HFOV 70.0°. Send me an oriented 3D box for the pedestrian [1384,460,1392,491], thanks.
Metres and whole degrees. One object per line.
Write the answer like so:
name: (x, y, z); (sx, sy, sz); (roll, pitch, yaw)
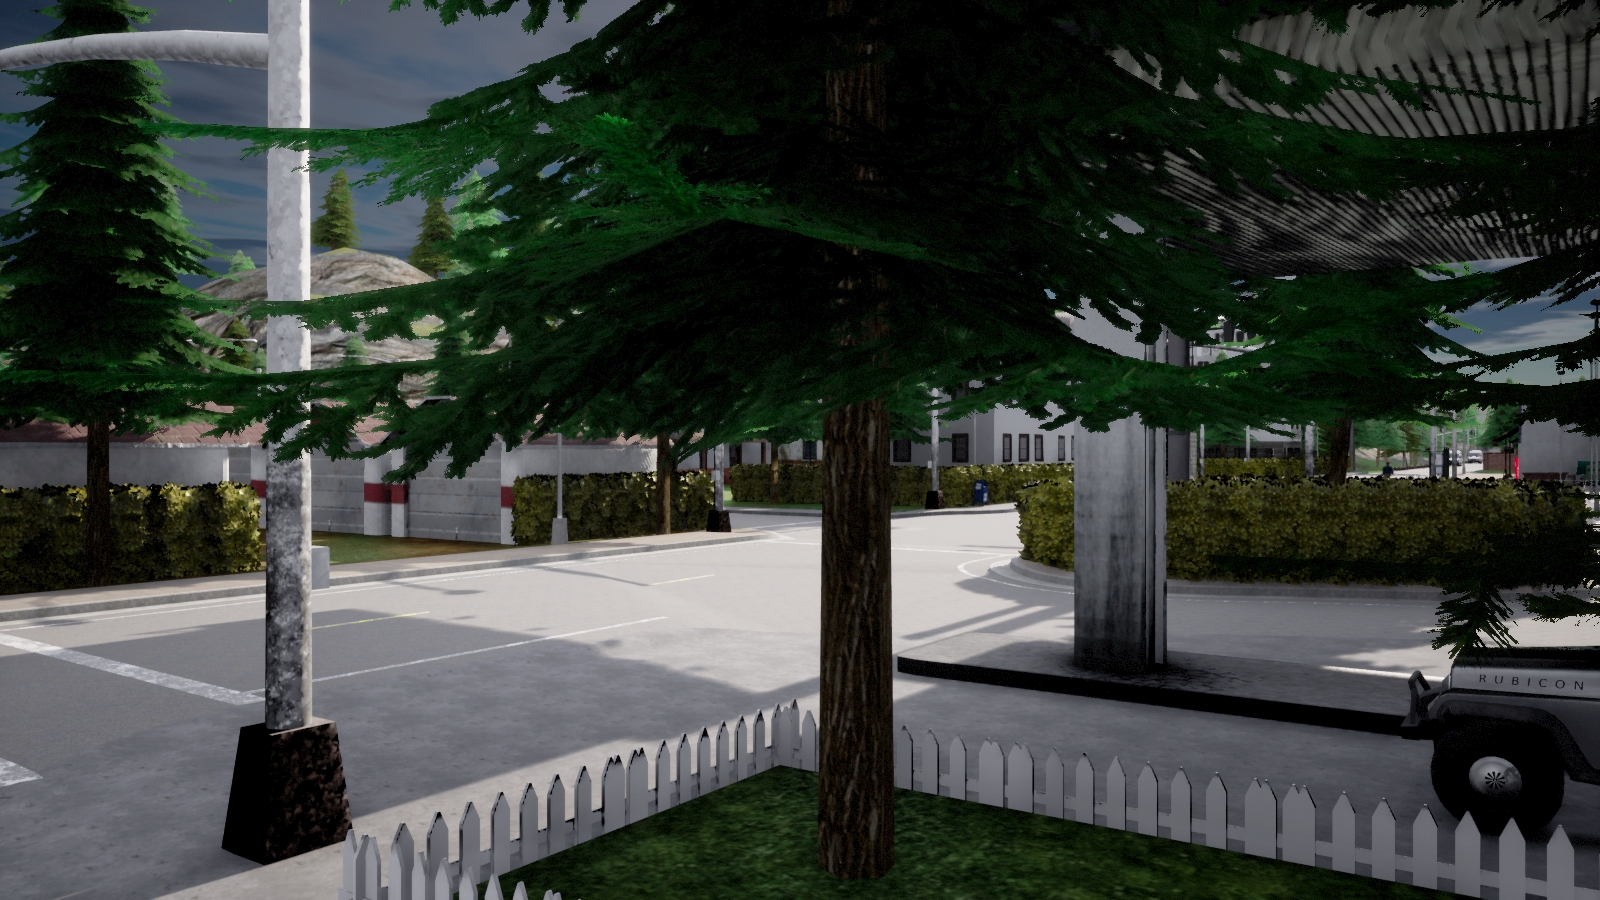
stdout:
pedestrian: (34.607, 1.502, 67.267); (0.375, 1.860, 0.375); (0, 0, 34)
